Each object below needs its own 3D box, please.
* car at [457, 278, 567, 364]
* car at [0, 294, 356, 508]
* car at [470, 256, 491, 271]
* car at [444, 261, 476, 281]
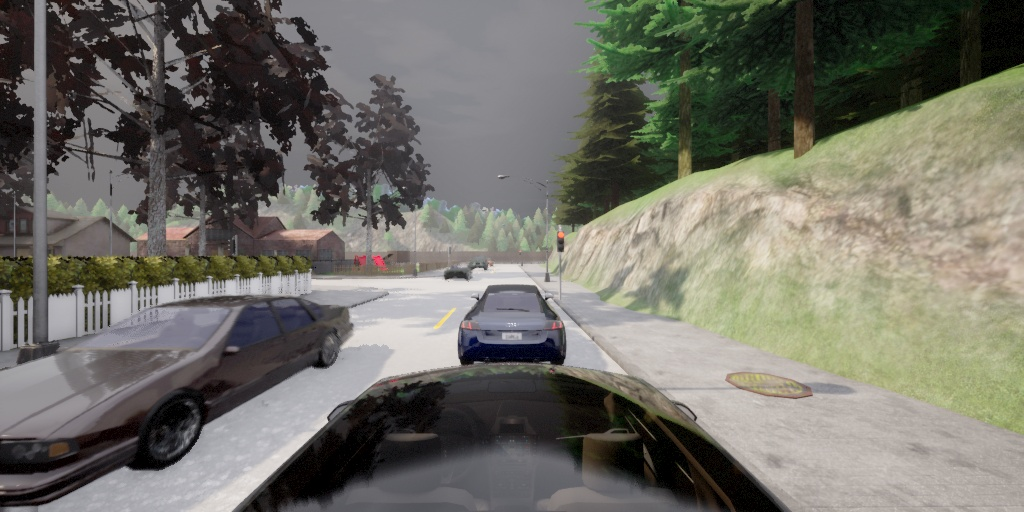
[{"bbox_3d":[0.004,1.314,8.014,1.994,1.385,4.181,0,0,0],"label":"car"},{"bbox_3d":[-4.129,1.297,5.088,2.033,1.411,5.357,0,0,-1],"label":"car"},{"bbox_3d":[-4.541,0.967,49.577,2.150,2.045,5.566,0,1,-1],"label":"car"},{"bbox_3d":[-4.357,1.351,29.599,1.895,1.301,4.718,0,0,-1],"label":"car"}]
